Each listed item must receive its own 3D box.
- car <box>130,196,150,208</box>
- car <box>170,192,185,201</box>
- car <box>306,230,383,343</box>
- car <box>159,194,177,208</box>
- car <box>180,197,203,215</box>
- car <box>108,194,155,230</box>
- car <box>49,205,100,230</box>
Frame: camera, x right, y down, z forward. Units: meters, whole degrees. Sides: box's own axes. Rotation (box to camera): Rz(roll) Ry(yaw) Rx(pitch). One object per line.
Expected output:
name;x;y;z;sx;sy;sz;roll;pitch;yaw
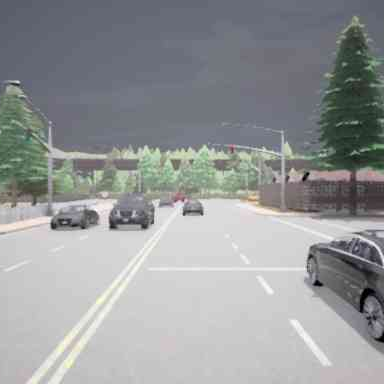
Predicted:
car;-7.023;1.354;45.646;1.882;1.535;5.008;0;0;1
car;-3.253;1.045;64.889;2.150;2.045;5.566;0;0;-27
car;3.671;1.474;6.357;2.128;1.511;4.902;0;0;2
car;-3.515;1.381;46.484;1.837;1.490;4.892;0;0;0
car;0.105;1.475;32.726;1.994;1.385;4.181;0;0;0
car;-3.597;1.165;20.848;2.150;2.045;5.566;0;0;0
car;-7.096;1.508;20.496;1.994;1.385;4.181;0;0;0
